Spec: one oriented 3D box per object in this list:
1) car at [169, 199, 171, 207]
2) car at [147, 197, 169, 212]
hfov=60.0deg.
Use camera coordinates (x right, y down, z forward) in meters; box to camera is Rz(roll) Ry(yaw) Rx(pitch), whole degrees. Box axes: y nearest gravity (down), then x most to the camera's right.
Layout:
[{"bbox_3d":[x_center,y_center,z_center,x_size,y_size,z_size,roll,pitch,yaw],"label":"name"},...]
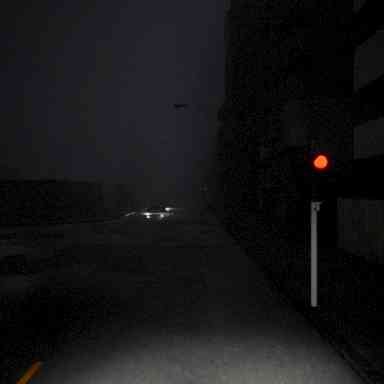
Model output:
[{"bbox_3d":[-4.178,1.505,49.536,1.837,1.490,4.892,0,0,1],"label":"car"},{"bbox_3d":[-4.187,1.478,39.509,1.882,1.535,5.008,0,0,0],"label":"car"}]
